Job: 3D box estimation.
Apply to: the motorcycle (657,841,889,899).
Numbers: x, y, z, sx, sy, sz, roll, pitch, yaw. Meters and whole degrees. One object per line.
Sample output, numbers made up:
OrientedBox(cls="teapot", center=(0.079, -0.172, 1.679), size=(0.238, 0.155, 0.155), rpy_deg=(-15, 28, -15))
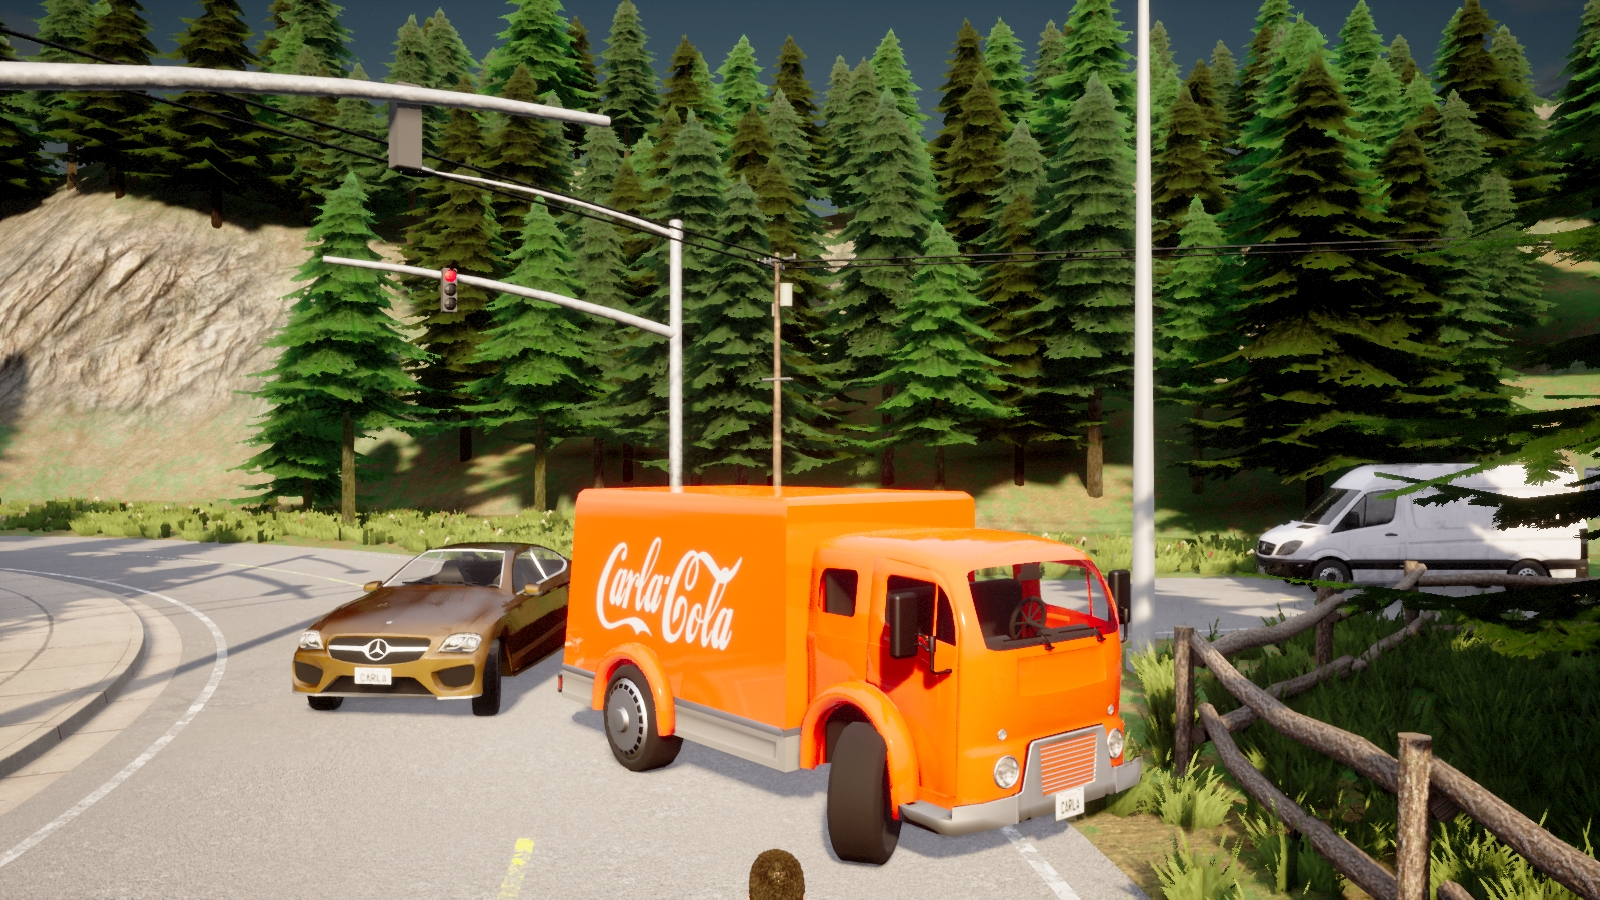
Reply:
OrientedBox(cls="motorcycle", center=(-0.074, 2.159, 3.526), size=(0.803, 1.199, 2.033), rpy_deg=(0, 0, -2))

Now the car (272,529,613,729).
OrientedBox(cls="car", center=(-4.038, 1.970, 14.038), size=(2.152, 1.651, 5.027), rpy_deg=(0, 0, 6))

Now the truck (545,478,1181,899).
OrientedBox(cls="truck", center=(0.202, 1.542, 9.769), size=(2.627, 2.467, 5.204), rpy_deg=(0, 0, -39))

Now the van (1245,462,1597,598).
OrientedBox(cls="van", center=(12.287, 1.534, 22.944), size=(5.915, 2.561, 1.988), rpy_deg=(0, 0, 4))
